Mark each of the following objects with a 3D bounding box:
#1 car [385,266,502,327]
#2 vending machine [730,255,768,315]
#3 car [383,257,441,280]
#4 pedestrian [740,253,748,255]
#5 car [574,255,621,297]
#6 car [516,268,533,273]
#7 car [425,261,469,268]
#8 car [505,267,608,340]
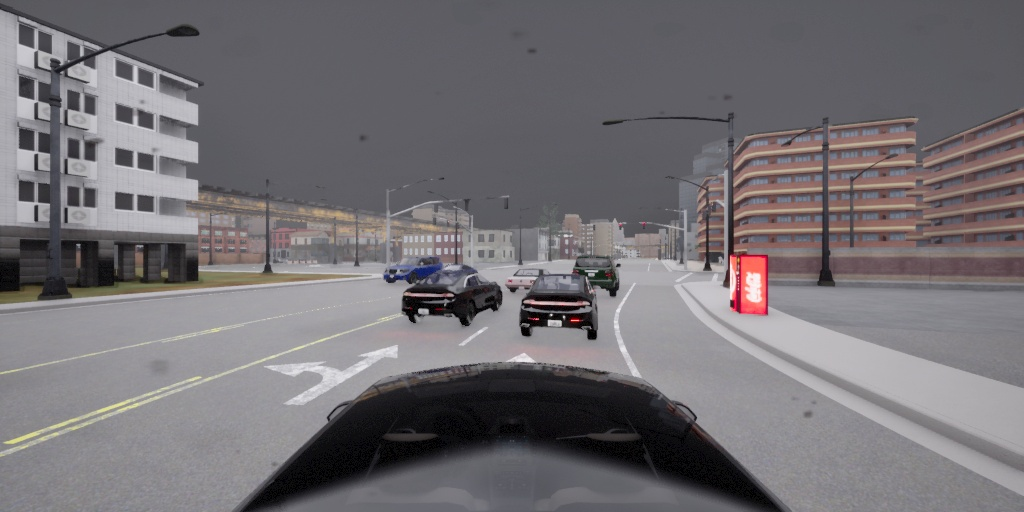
[{"bbox_3d":[-1.707,1.241,11.726,2.128,1.511,4.902,0,0,14],"label":"car"},{"bbox_3d":[7.829,0.945,11.862,1.100,2.100,0.880,0,0,20],"label":"vending machine"},{"bbox_3d":[-7.377,1.067,27.604,2.150,2.045,5.566,0,0,21],"label":"car"},{"bbox_3d":[8.062,0.795,12.481,0.375,1.860,0.375,0,0,21],"label":"pedestrian"},{"bbox_3d":[4.584,0.971,19.357,2.150,2.045,5.566,0,0,19],"label":"car"},{"bbox_3d":[1.307,1.351,20.538,1.895,1.301,4.718,0,0,21],"label":"car"},{"bbox_3d":[-4.107,1.318,26.358,1.812,1.442,4.674,0,0,21],"label":"car"},{"bbox_3d":[1.450,1.242,10.119,2.128,1.511,4.902,0,0,13],"label":"car"}]
